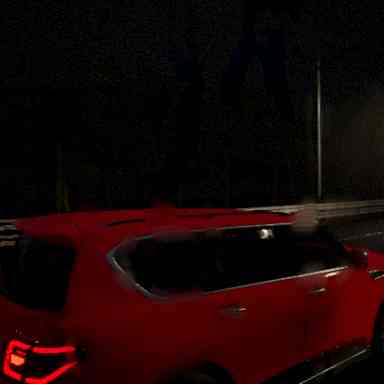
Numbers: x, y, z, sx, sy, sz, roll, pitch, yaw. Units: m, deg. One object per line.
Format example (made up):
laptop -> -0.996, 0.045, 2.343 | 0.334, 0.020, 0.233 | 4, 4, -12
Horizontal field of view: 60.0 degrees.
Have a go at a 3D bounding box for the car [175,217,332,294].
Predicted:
car -> 1.827, 1.544, 9.347 | 4.181, 1.385, 1.994 | 0, 0, -36

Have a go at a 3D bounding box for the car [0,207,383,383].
car -> 0.567, 1.214, 4.153 | 5.566, 2.045, 2.150 | 0, 0, -36
